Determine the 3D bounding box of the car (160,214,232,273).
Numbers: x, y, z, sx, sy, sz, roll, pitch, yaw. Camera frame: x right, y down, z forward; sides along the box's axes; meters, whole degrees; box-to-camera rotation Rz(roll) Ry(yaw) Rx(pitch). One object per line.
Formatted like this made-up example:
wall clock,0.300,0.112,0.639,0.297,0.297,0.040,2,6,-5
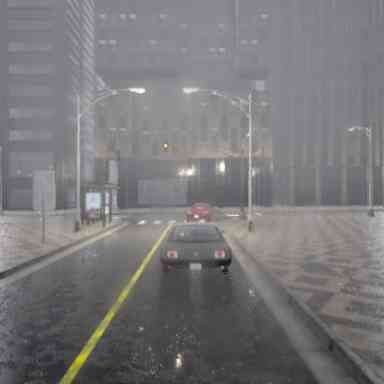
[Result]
car,0.105,1.620,10.697,1.895,1.301,4.718,0,0,0

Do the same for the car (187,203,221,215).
car,0.922,1.570,25.772,1.812,1.442,4.674,0,0,15
